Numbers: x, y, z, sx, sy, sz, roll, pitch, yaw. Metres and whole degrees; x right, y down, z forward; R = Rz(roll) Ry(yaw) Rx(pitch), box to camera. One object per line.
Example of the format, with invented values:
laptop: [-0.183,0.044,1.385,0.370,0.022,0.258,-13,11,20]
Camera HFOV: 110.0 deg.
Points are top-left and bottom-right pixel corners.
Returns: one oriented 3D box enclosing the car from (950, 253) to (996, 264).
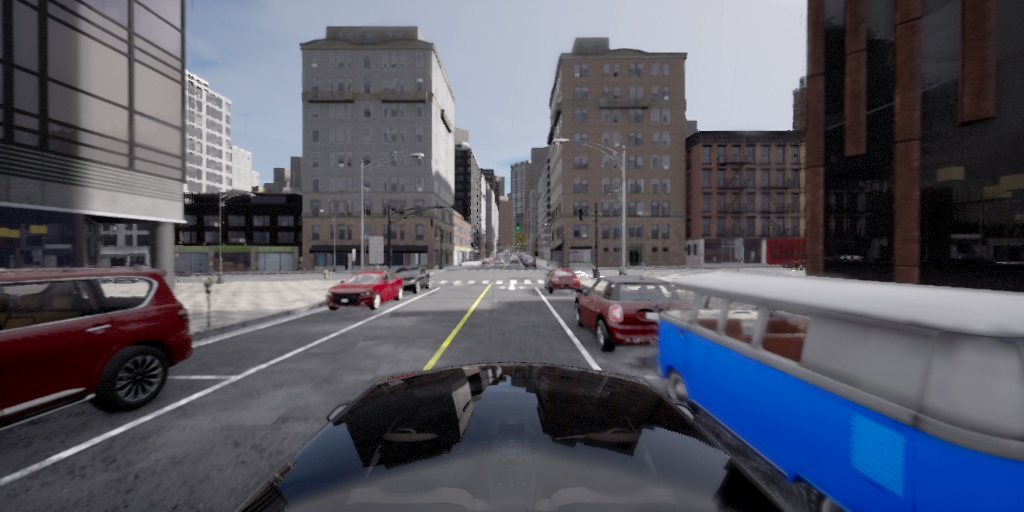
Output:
car: [49.372,0.365,39.251,5.357,1.411,2.033,-1,0,0]

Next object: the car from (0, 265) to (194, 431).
car: [-5.763,1.064,3.309,2.192,1.841,5.009,0,0,0]

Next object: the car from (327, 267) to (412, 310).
car: [-5.762,1.289,14.597,1.888,1.381,4.507,0,0,0]

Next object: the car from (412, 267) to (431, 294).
car: [-5.761,1.305,20.241,1.948,1.339,4.313,0,0,0]

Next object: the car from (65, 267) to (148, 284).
car: [-37.184,1.765,32.988,5.357,1.411,2.033,-1,0,0]

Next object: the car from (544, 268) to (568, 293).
car: [2.764,1.322,20.238,1.802,1.307,4.207,0,0,0]

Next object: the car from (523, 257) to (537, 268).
car: [3.043,1.229,57.449,1.802,1.307,4.207,0,0,0]

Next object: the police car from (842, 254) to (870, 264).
police car: [39.273,0.559,42.539,5.238,1.638,1.930,-1,0,0]

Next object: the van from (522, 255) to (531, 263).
van: [3.091,0.968,63.001,1.690,1.789,3.998,0,0,0]

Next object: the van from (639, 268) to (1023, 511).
van: [2.762,1.091,3.304,1.690,1.789,3.998,0,0,0]

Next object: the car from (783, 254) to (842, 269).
car: [32.643,0.718,39.399,5.008,1.535,1.882,-1,0,0]

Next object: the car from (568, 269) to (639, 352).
car: [2.763,1.187,8.949,1.967,1.591,4.097,0,0,0]

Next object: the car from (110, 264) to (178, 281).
car: [-37.131,1.676,36.244,5.008,1.535,1.882,-1,0,1]
